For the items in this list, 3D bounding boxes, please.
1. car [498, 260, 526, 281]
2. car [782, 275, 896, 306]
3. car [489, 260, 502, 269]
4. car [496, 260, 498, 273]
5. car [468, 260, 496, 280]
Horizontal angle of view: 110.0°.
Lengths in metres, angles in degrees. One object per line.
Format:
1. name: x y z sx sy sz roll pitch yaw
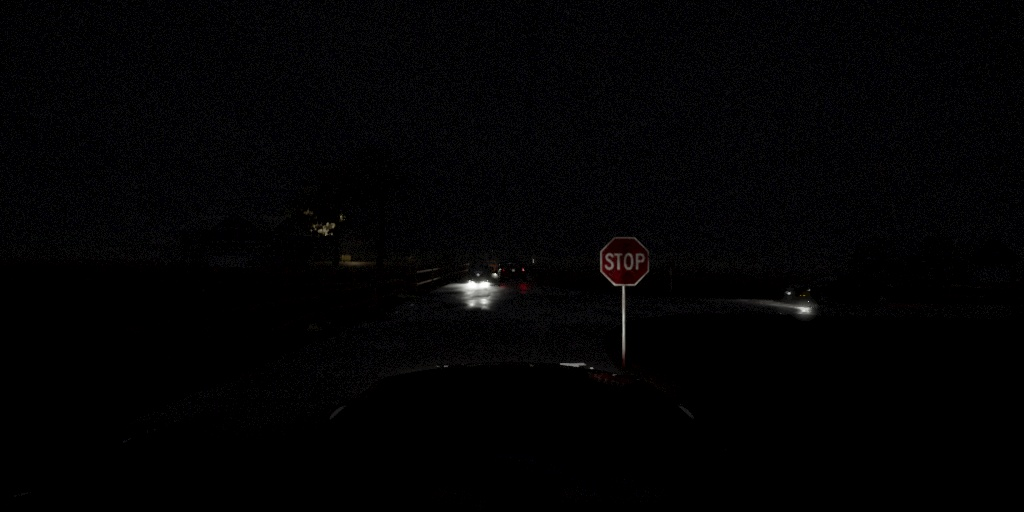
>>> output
1. car: 0.114 1.174 30.673 2.097 1.767 4.553 0 0 0
2. car: 16.506 1.692 18.229 4.892 1.490 1.837 1 -1 0
3. car: -2.775 1.454 61.635 1.882 1.535 5.008 0 -1 0
4. car: -2.824 1.370 46.590 1.882 1.535 5.008 0 0 0
5. car: -2.835 1.321 32.502 2.128 1.511 4.902 0 0 0
